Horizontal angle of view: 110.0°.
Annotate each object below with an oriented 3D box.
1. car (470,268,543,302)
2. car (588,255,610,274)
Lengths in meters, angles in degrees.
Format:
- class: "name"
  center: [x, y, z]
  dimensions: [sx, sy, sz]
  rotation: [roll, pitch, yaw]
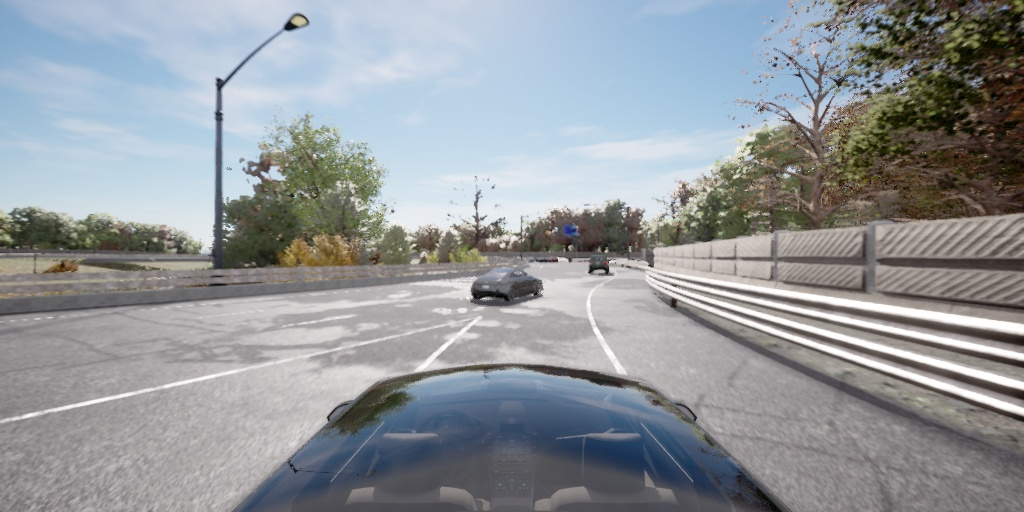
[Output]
- class: "car"
  center: [-0.137, 1.283, 16.966]
  dimensions: [1.994, 1.385, 4.181]
  rotation: [0, 0, 29]
- class: "car"
  center: [10.131, 0.959, 41.711]
  dimensions: [2.150, 2.045, 5.566]
  rotation: [1, 0, 16]
